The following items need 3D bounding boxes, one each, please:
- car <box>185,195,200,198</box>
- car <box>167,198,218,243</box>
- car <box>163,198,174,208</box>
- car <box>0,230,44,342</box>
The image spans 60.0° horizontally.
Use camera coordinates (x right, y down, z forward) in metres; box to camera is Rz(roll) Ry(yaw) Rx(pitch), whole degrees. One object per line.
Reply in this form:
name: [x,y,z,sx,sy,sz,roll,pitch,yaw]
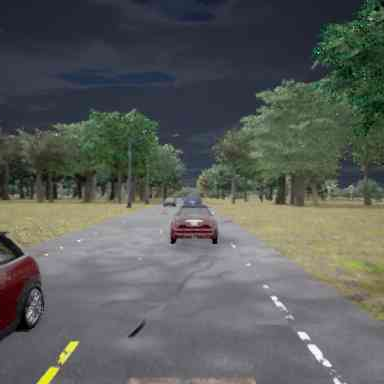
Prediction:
car: [0.084,1.343,38.868,2.150,2.045,5.566,0,0,0]
car: [0.093,1.379,16.269,2.097,1.767,4.553,0,0,0]
car: [-3.555,1.672,53.674,1.882,1.535,5.008,0,-1,1]
car: [-3.602,1.355,3.825,2.097,1.767,4.553,0,0,0]
